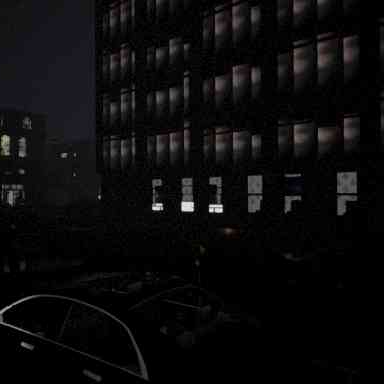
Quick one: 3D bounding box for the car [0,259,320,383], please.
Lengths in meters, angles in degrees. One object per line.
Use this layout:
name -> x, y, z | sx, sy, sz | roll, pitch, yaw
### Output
car -> -0.978, 1.551, 3.574 | 4.403, 1.369, 2.008 | 0, 0, 35

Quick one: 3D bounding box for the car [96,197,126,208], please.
car -> -12.416, 1.643, 51.193 | 1.967, 1.590, 4.097 | -1, -1, 36

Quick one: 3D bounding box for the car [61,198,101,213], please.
car -> -12.197, 1.683, 37.287 | 1.802, 1.307, 4.206 | -1, -1, 36
